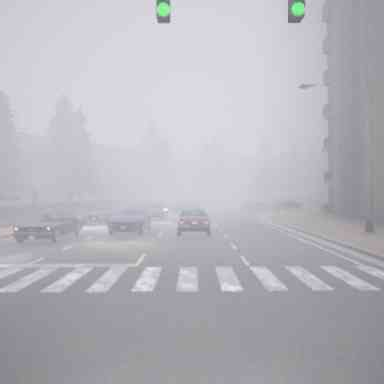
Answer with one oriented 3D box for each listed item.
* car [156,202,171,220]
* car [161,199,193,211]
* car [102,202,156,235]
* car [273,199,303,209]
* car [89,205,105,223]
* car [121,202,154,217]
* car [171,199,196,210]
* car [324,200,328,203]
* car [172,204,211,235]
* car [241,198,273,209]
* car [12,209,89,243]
[{"bbox_3d":[-3.270,1.670,29.950,1.837,1.490,4.892,0,0,3],"label":"car"},{"bbox_3d":[-1.898,1.712,44.924,1.882,1.535,5.008,-1,0,30],"label":"car"},{"bbox_3d":[-3.574,1.592,19.824,1.882,1.535,5.008,0,0,0],"label":"car"},{"bbox_3d":[13.360,1.685,46.759,5.357,1.411,2.033,0,0,-37],"label":"car"},{"bbox_3d":[-6.987,1.733,25.711,1.994,1.385,4.181,0,0,1],"label":"car"},{"bbox_3d":[-5.770,1.813,35.564,1.895,1.301,4.718,0,0,12],"label":"car"},{"bbox_3d":[-0.593,1.800,39.818,1.895,1.301,4.718,-1,0,21],"label":"car"},{"bbox_3d":[22.807,1.622,51.588,4.674,1.442,1.812,0,0,-15],"label":"car"},{"bbox_3d":[0.098,1.634,19.405,2.033,1.411,5.357,0,0,0],"label":"car"},{"bbox_3d":[8.939,1.664,47.433,4.902,1.511,2.128,0,0,-44],"label":"car"},{"bbox_3d":[-7.080,1.724,16.902,1.895,1.301,4.718,0,0,0],"label":"car"}]
